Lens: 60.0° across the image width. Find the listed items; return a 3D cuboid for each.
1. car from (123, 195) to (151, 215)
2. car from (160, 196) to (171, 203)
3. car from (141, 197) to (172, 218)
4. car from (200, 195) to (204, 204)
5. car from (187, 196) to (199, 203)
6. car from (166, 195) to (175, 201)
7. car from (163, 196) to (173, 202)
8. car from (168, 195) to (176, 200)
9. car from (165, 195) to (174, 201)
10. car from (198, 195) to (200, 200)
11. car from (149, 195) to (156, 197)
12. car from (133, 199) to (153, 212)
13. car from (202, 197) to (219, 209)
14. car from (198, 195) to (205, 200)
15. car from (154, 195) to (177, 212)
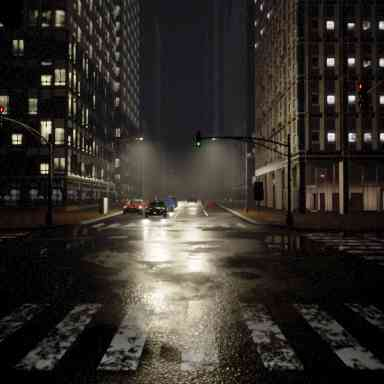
[{"bbox_3d":[-5.697,1.453,33.680,1.967,1.590,4.097,1,0,0],"label":"car"},{"bbox_3d":[-5.727,1.573,72.706,1.887,1.381,4.507,1,0,0],"label":"car"},{"bbox_3d":[-3.120,1.516,30.264,1.837,1.490,4.892,0,0,0],"label":"car"},{"bbox_3d":[2.665,1.547,56.224,1.752,1.417,4.829,1,0,0],"label":"car"},{"bbox_3d":[0.026,1.589,70.956,1.994,1.385,4.181,0,0,0],"label":"car"},{"bbox_3d":[-5.739,1.587,89.432,2.008,1.369,4.403,1,0,0],"label":"car"},{"bbox_3d":[-5.731,1.582,78.281,2.008,1.369,4.403,1,0,0],"label":"car"},{"bbox_3d":[-5.744,1.605,95.007,1.947,1.339,4.313,1,0,0],"label":"car"},{"bbox_3d":[-5.735,1.578,83.857,1.887,1.381,4.507,1,0,0],"label":"car"},{"bbox_3d":[2.660,1.590,61.631,1.947,1.339,4.313,1,0,0],"label":"car"},{"bbox_3d":[-5.703,1.332,44.831,2.192,1.841,5.009,1,0,0],"label":"car"},{"bbox_3d":[-5.705,1.597,39.255,1.802,1.307,4.206,1,0,0],"label":"car"},{"bbox_3d":[2.671,1.599,44.898,1.802,1.307,4.206,1,0,0],"label":"car"},{"bbox_3d":[2.637,1.584,95.094,1.887,1.381,4.507,1,0,0],"label":"car"},{"bbox_3d":[-3.125,1.493,39.769,1.882,1.535,5.008,0,0,0],"label":"car"}]
